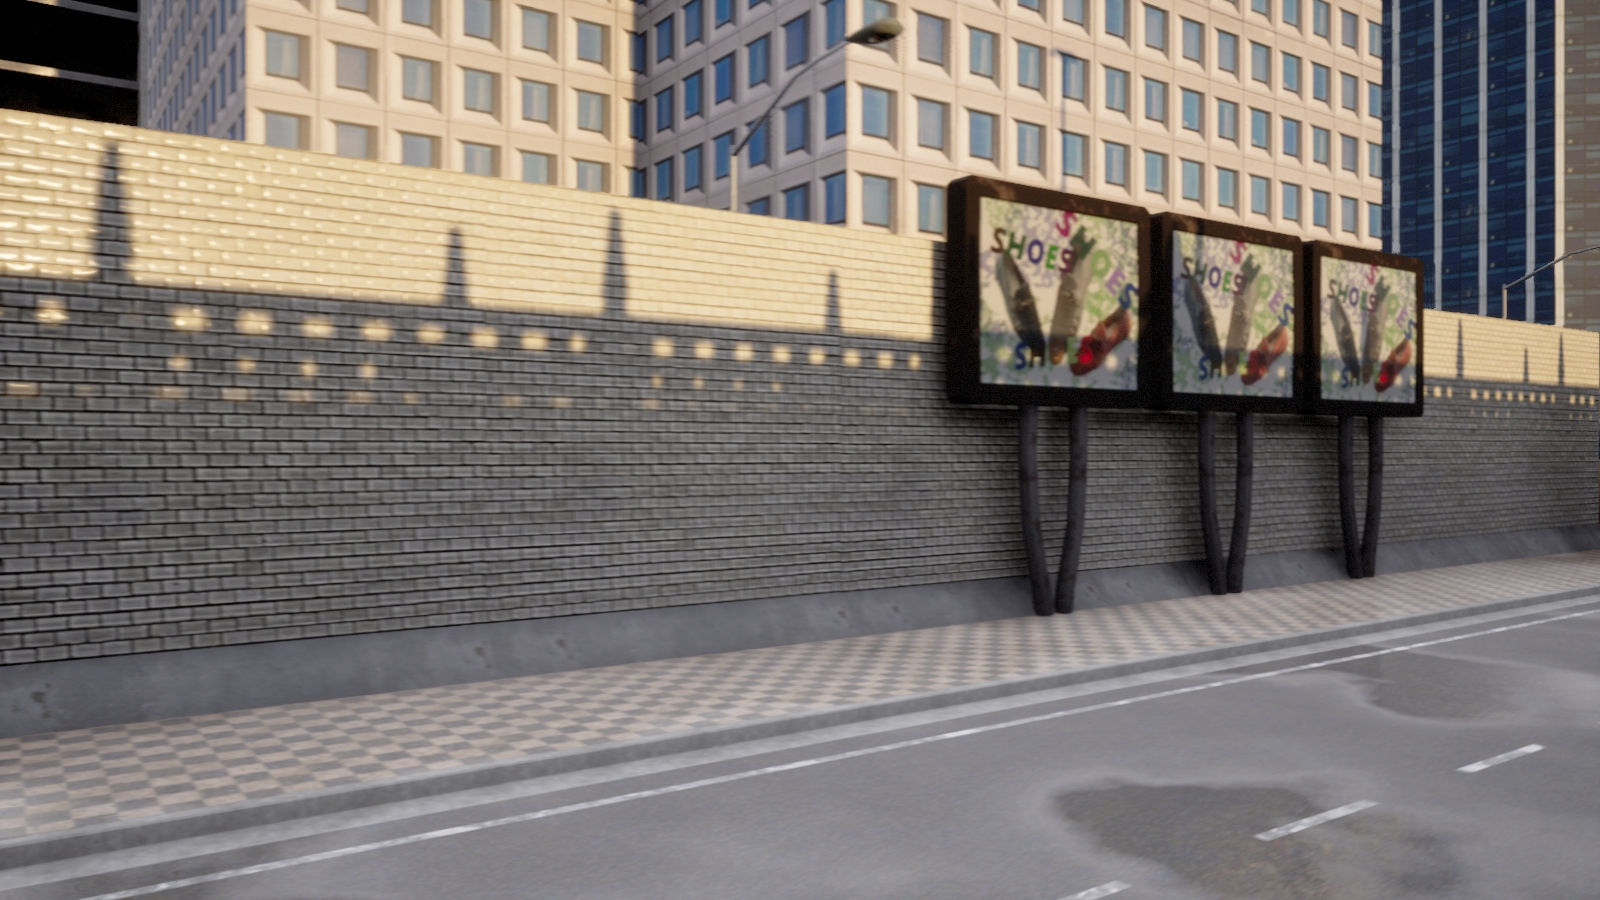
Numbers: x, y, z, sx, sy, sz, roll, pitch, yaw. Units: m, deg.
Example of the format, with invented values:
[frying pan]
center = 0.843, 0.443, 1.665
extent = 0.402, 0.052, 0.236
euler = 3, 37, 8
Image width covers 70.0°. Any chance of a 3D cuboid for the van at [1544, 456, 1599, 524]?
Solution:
[van]
center = 31.834, 1.539, 43.308
extent = 1.988, 2.561, 5.915
euler = 0, 0, -26
